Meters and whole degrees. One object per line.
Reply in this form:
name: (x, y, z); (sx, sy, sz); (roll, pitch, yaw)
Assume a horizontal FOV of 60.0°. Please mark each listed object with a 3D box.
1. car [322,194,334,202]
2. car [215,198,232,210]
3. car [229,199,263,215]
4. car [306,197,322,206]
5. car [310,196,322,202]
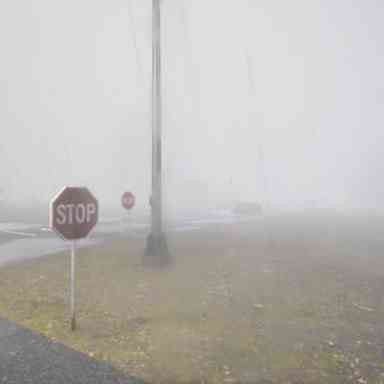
car: (33.116, 1.784, 82.123); (1.812, 1.442, 4.674); (0, 0, 30)
car: (5.101, 1.662, 46.956); (1.882, 1.535, 5.008); (0, 0, 34)
car: (6.132, 1.707, 35.894); (1.994, 1.385, 4.181); (0, 0, 34)
car: (22.048, 1.748, 60.835); (1.812, 1.442, 4.674); (0, 0, 28)
car: (32.951, 1.859, 88.547); (1.895, 1.301, 4.718); (0, 0, 34)
